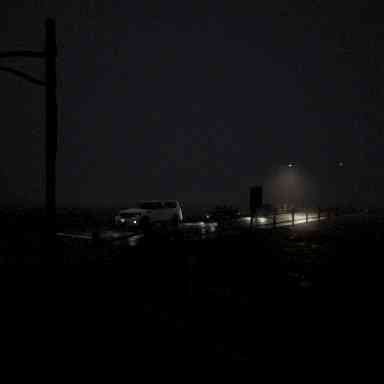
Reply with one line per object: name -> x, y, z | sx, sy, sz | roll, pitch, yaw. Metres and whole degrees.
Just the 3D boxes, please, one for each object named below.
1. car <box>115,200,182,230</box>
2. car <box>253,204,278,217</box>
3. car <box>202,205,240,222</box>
car -> -3.012, 1.607, 24.514 | 2.150, 2.045, 5.566 | 0, -1, 36
car -> 9.008, 2.258, 41.047 | 1.882, 1.535, 5.008 | 0, -1, 36
car -> 2.912, 2.070, 32.669 | 2.128, 1.511, 4.902 | 0, -1, 36
